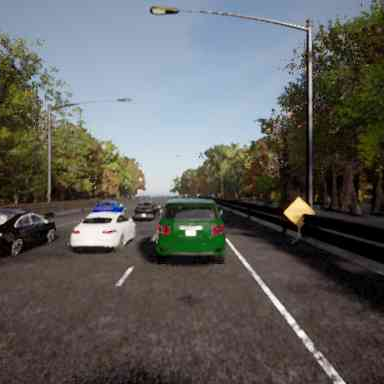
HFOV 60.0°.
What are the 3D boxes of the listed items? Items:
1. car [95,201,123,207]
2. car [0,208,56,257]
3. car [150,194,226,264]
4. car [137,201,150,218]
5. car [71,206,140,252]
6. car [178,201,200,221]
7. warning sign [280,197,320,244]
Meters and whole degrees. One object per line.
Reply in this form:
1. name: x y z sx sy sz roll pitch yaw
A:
1. car: -7.280 1.531 29.281 1.882 1.535 5.008 0 0 -1
2. car: -6.963 1.401 13.017 2.128 1.511 4.902 9 2 -1
3. car: -0.034 1.238 12.046 2.150 2.045 5.566 0 0 0
4. car: -3.763 1.557 28.159 1.837 1.490 4.892 0 0 -1
5. car: -3.539 1.543 13.847 1.812 1.442 4.674 0 0 0
6. car: -0.273 1.579 28.872 1.812 1.442 4.674 0 0 -1
7. warning sign: 4.457 1.133 13.845 1.300 1.860 1.060 -1 -1 -1
